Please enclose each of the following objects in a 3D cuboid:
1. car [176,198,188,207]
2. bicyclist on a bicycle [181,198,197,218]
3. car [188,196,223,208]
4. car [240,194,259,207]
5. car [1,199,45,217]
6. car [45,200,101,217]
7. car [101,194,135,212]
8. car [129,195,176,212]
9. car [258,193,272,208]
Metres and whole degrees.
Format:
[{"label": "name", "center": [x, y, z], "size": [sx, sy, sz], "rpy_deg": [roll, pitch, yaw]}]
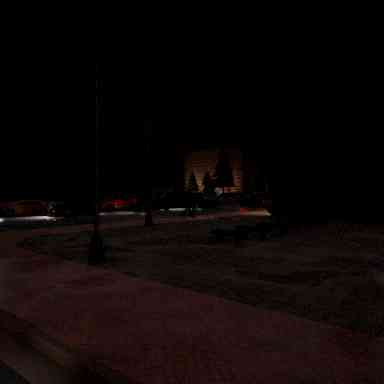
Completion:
[{"label": "car", "center": [-2.085, 1.547, 47.798], "size": [2.033, 1.411, 5.357], "rpy_deg": [0, 0, 40]}, {"label": "bicyclist on a bicycle", "center": [-0.264, 1.301, 26.744], "size": [1.656, 1.620, 0.582], "rpy_deg": [0, 0, 40]}, {"label": "car", "center": [2.076, 1.601, 47.283], "size": [1.895, 1.301, 4.718], "rpy_deg": [0, 0, 40]}, {"label": "car", "center": [9.121, 1.505, 50.010], "size": [1.837, 1.490, 4.892], "rpy_deg": [0, 0, 41]}, {"label": "car", "center": [-15.872, 1.478, 31.496], "size": [1.882, 1.535, 5.008], "rpy_deg": [0, 0, 40]}, {"label": "car", "center": [-11.220, 1.564, 31.569], "size": [1.994, 1.385, 4.181], "rpy_deg": [0, 0, 40]}, {"label": "car", "center": [-9.010, 1.222, 39.608], "size": [2.150, 2.045, 5.566], "rpy_deg": [0, 0, 41]}, {"label": "car", "center": [-4.636, 1.478, 39.361], "size": [1.882, 1.535, 5.008], "rpy_deg": [0, 0, 40]}, {"label": "car", "center": [12.014, 1.352, 48.004], "size": [2.097, 1.767, 4.553], "rpy_deg": [0, 0, 41]}]
